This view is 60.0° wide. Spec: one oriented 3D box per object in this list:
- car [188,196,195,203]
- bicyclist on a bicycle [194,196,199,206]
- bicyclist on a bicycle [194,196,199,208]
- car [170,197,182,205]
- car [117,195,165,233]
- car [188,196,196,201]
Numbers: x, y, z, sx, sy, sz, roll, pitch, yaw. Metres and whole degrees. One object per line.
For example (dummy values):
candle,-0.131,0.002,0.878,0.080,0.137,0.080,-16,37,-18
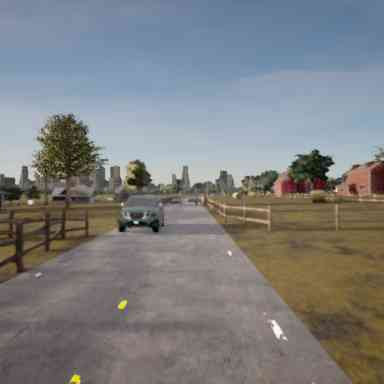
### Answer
car,0.004,1.781,78.254,2.033,1.411,5.357,0,0,0
bicyclist on a bicycle,0.752,1.539,58.024,0.866,1.612,1.509,0,0,0
bicyclist on a bicycle,0.758,1.491,47.624,0.582,1.620,1.656,0,-1,0
car,-2.788,1.679,60.139,1.994,1.385,4.181,0,0,1
car,-2.848,1.192,19.750,2.150,2.045,5.566,0,0,0
car,0.004,1.868,93.353,1.994,1.385,4.181,0,-1,0
